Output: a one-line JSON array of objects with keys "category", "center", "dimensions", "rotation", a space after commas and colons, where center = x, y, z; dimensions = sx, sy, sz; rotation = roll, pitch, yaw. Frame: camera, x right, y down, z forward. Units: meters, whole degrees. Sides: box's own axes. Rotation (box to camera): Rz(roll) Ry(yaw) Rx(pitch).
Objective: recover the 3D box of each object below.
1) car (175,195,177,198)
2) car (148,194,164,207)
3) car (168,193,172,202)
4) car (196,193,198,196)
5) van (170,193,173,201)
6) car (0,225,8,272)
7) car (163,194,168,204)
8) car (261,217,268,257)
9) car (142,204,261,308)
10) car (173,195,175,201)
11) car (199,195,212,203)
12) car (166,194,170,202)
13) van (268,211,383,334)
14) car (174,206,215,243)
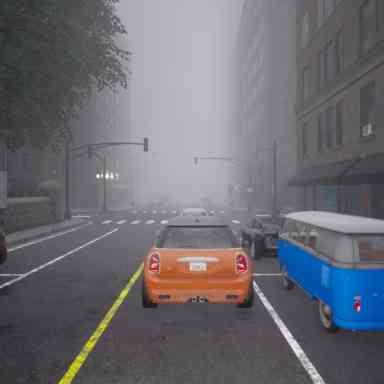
[{"category": "car", "center": [-5.642, 1.289, 82.876], "dimensions": [2.192, 1.841, 5.009], "rotation": [0, 0, 0]}, {"category": "car", "center": [-5.652, 1.498, 50.001], "dimensions": [1.752, 1.417, 4.829], "rotation": [0, 0, 0]}, {"category": "car", "center": [-5.647, 1.514, 66.524], "dimensions": [1.887, 1.381, 4.507], "rotation": [0, 0, 0]}, {"category": "car", "center": [2.887, 1.506, 93.969], "dimensions": [1.752, 1.417, 4.829], "rotation": [0, 0, 0]}, {"category": "van", "center": [-5.646, 1.311, 71.974], "dimensions": [1.690, 1.788, 3.998], "rotation": [0, 0, 0]}, {"category": "car", "center": [-5.667, 1.314, 6.482], "dimensions": [2.192, 1.841, 5.009], "rotation": [0, 0, 0]}, {"category": "car", "center": [-5.650, 1.521, 55.622], "dimensions": [2.008, 1.369, 4.403], "rotation": [0, 0, 0]}, {"category": "car", "center": [2.860, 1.563, 12.180], "dimensions": [1.947, 1.339, 4.313], "rotation": [0, 0, 0]}, {"category": "car", "center": [0.105, 1.351, 8.074], "dimensions": [2.097, 1.767, 4.553], "rotation": [0, 0, 0]}, {"category": "car", "center": [-5.643, 1.523, 77.425], "dimensions": [2.008, 1.369, 4.403], "rotation": [0, 0, 0]}, {"category": "car", "center": [2.877, 1.410, 66.557], "dimensions": [1.967, 1.590, 4.097], "rotation": [0, 0, 0]}, {"category": "car", "center": [-5.649, 1.514, 61.073], "dimensions": [1.887, 1.381, 4.507], "rotation": [0, 0, 0]}, {"category": "van", "center": [2.858, 1.340, 6.520], "dimensions": [1.690, 1.788, 3.998], "rotation": [0, 0, 0]}, {"category": "car", "center": [0.107, 1.521, 17.075], "dimensions": [1.812, 1.442, 4.674], "rotation": [0, 0, 0]}]
